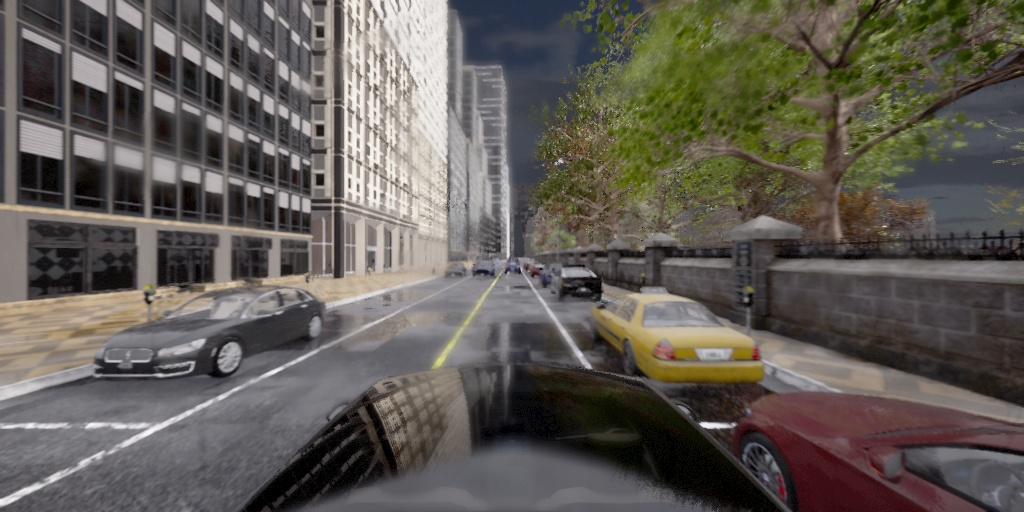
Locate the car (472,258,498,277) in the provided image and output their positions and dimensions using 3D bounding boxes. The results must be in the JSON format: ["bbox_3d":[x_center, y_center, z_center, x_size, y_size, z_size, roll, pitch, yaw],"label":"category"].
[{"bbox_3d":[-2.826,1.190,36.558,2.097,1.767,4.553,0,0,0],"label":"car"}]

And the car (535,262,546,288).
[{"bbox_3d":[2.992,1.158,24.580,2.097,1.767,4.553,0,0,0],"label":"car"}]

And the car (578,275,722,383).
[{"bbox_3d":[2.711,1.288,7.126,1.751,1.417,4.829,0,0,0],"label":"car"}]

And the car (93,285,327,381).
[{"bbox_3d":[-5.459,1.314,7.254,2.007,1.370,4.403,0,0,0],"label":"car"}]

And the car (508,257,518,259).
[{"bbox_3d":[0.166,1.123,61.067,2.150,2.045,5.566,0,0,1],"label":"car"}]

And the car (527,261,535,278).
[{"bbox_3d":[2.717,1.378,35.084,1.888,1.381,4.507,0,0,0],"label":"car"}]

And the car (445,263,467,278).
[{"bbox_3d":[-5.454,1.401,35.391,1.948,1.339,4.313,0,0,0],"label":"car"}]

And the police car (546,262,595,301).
[{"bbox_3d":[3.012,1.213,17.720,1.930,1.638,5.238,0,0,0],"label":"police car"}]

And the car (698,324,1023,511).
[{"bbox_3d":[2.710,1.331,1.331,1.802,1.307,4.207,0,0,0],"label":"car"}]

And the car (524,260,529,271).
[{"bbox_3d":[2.724,1.398,40.718,2.007,1.370,4.403,0,0,0],"label":"car"}]

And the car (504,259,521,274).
[{"bbox_3d":[0.105,1.383,44.206,1.812,1.442,4.674,0,0,1],"label":"car"}]
